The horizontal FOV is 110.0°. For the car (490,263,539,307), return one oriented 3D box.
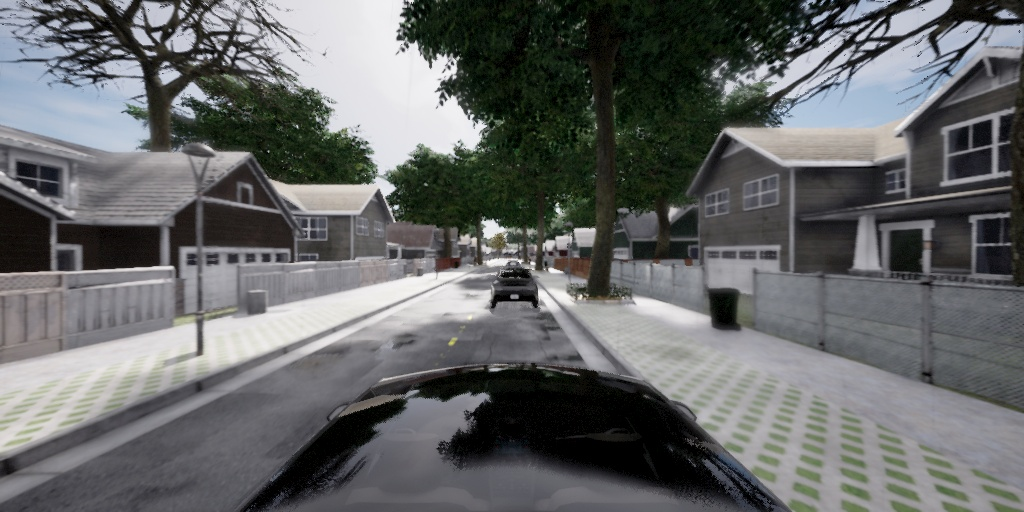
[{"bbox_3d":[0.101,1.237,15.433,1.837,1.490,4.892,0,0,0],"label":"car"}]

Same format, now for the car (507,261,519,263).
[{"bbox_3d":[0.111,1.255,37.769,2.033,1.411,5.357,0,0,0],"label":"car"}]
